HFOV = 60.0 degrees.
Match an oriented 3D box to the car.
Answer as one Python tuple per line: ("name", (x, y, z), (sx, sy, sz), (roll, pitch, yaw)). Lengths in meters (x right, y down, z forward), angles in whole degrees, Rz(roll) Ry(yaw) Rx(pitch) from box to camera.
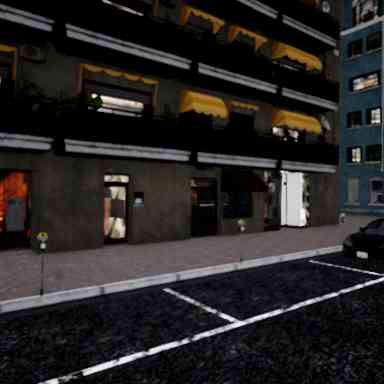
("car", (7.072, 1.589, 11.600), (4.313, 1.339, 1.947), (0, 0, -36))
